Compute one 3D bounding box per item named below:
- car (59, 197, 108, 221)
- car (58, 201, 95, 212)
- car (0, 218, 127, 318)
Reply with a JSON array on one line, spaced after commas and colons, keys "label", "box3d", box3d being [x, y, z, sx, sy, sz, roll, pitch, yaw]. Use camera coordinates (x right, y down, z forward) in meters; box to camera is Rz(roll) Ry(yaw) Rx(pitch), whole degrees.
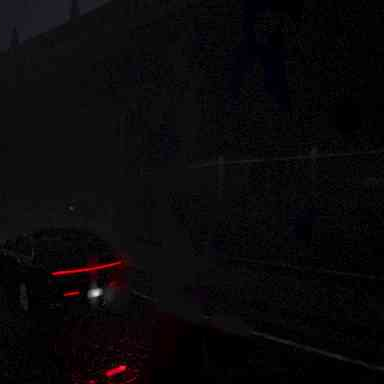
[{"label": "car", "box3d": [-9.448, 1.429, 29.806, 2.150, 2.045, 5.566, -1, 0, 8]}, {"label": "car", "box3d": [-15.504, 1.950, 44.848, 1.895, 1.301, 4.718, 0, 0, 29]}, {"label": "car", "box3d": [-3.325, 1.563, 7.727, 1.837, 1.490, 4.892, -1, 0, -42]}]
